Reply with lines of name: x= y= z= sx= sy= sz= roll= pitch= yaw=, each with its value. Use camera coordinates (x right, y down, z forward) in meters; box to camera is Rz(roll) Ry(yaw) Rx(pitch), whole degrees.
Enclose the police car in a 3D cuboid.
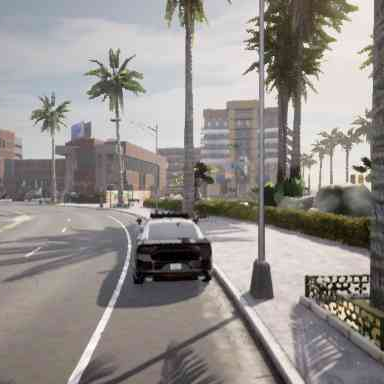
police car: x=-0.678 y=1.414 z=9.770 sx=1.930 sy=1.638 sz=5.238 roll=0 pitch=0 yaw=-7
